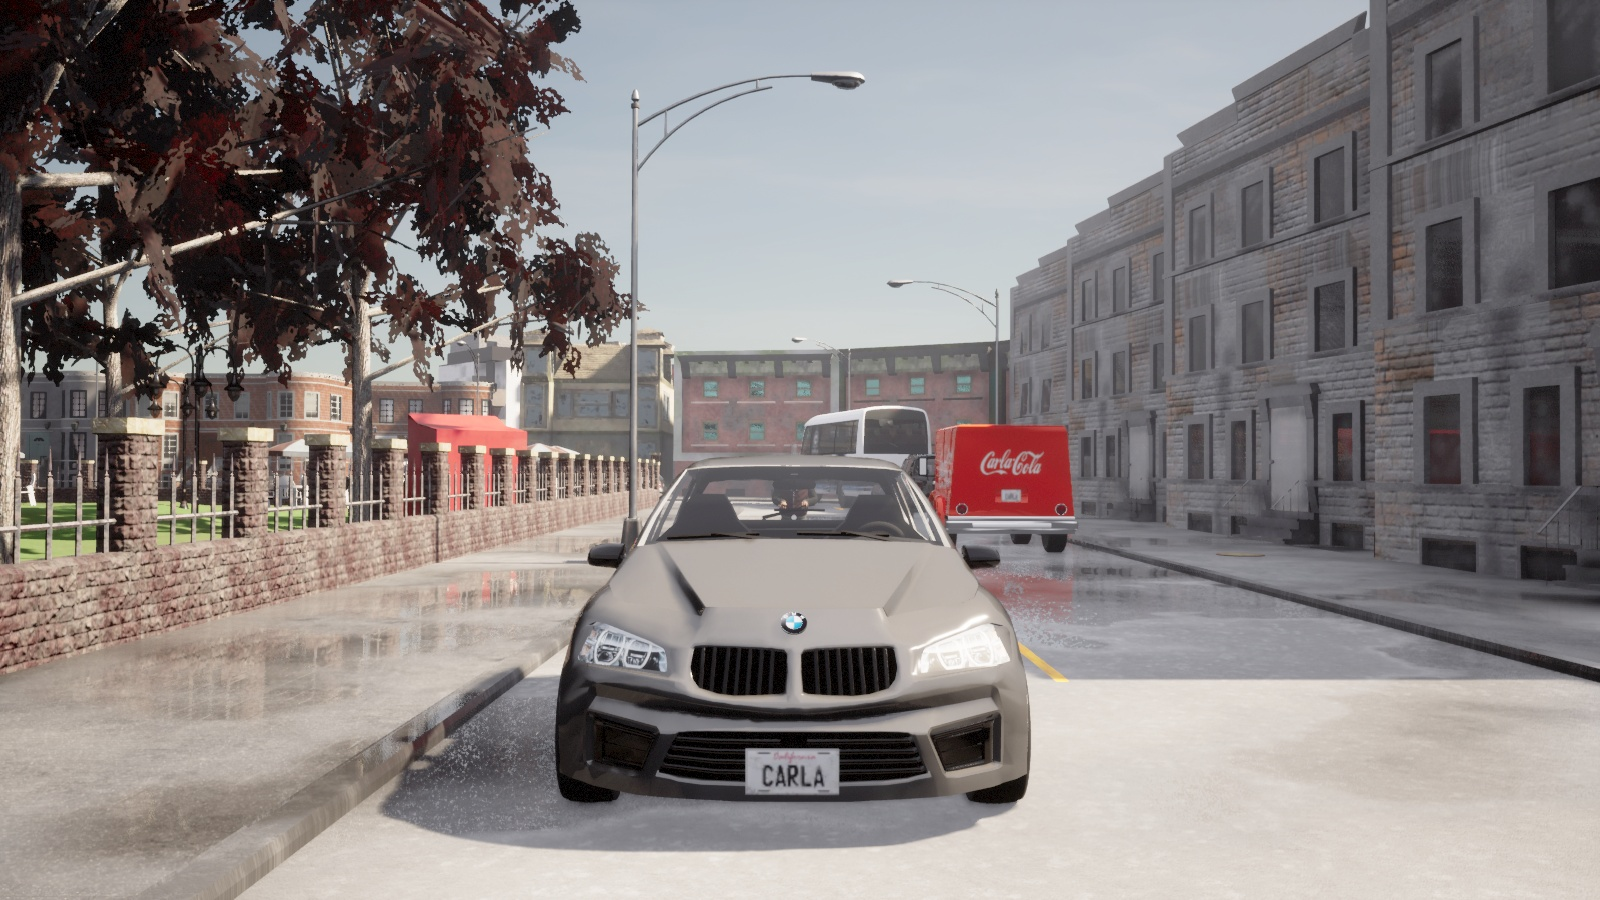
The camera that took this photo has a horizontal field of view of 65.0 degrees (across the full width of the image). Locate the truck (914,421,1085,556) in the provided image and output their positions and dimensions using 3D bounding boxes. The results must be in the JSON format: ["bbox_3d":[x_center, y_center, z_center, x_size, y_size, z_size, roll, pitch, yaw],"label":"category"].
[{"bbox_3d":[3.884,0.741,25.617,2.627,2.467,5.204,0,-1,0],"label":"truck"}]

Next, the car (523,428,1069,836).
[{"bbox_3d":[-0.031,0.784,7.470,2.242,1.667,4.611,0,-1,0],"label":"car"}]

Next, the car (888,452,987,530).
[{"bbox_3d":[3.836,1.121,35.976,2.150,2.045,5.566,0,-1,-1],"label":"car"}]

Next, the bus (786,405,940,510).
[{"bbox_3d":[2.555,0.373,56.351,3.944,4.253,10.273,0,-1,-15],"label":"bus"}]

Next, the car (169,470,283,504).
[{"bbox_3d":[-28.288,1.812,61.996,4.611,1.667,2.242,0,-1,0],"label":"car"}]
